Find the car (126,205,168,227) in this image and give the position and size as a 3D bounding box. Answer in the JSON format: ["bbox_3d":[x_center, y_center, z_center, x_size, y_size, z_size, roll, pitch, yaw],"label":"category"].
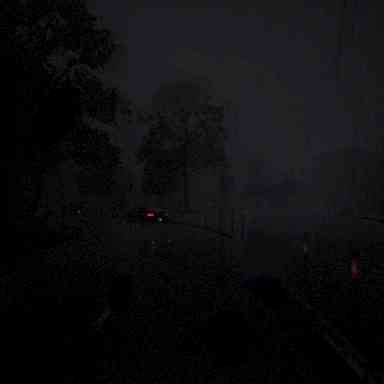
[{"bbox_3d":[-3.393,1.730,24.853,1.812,1.442,4.674,1,-1,-32],"label":"car"}]

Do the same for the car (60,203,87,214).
[{"bbox_3d":[-13.862,1.899,38.716,1.895,1.301,4.718,1,-1,-36],"label":"car"}]
